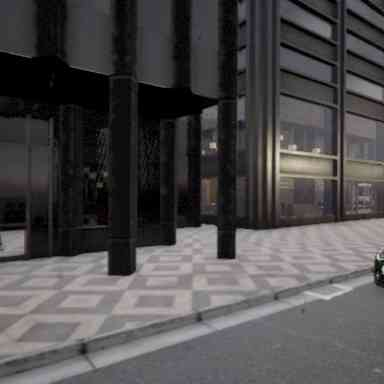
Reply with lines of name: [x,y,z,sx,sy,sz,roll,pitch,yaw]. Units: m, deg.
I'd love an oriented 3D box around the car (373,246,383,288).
car: [6.271,1.355,7.845,4.553,1.767,2.097,0,0,-35]
